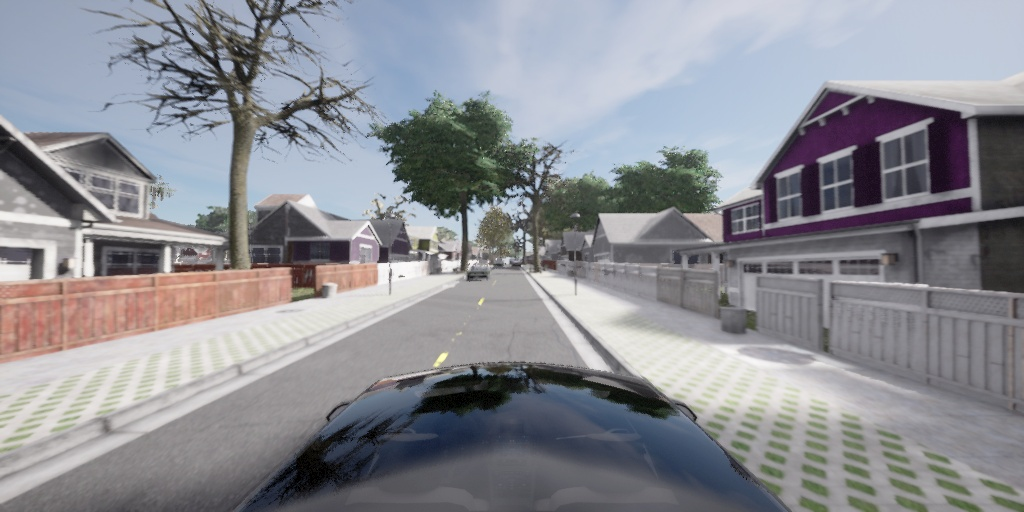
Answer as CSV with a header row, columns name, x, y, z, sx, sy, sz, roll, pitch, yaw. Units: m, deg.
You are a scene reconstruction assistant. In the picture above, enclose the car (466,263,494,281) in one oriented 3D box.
name,x,y,z,sx,sy,sz,roll,pitch,yaw
car,-2.828,1.440,31.183,1.895,1.301,4.718,0,0,0
